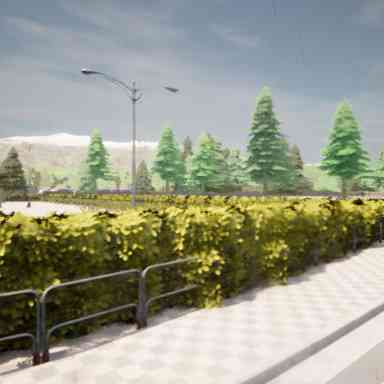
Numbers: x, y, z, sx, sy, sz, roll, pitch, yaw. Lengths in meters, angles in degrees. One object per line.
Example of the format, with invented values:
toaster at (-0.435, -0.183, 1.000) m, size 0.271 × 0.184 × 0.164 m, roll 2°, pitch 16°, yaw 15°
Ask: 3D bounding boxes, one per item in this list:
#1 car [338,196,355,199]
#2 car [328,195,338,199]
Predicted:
car at (33.842, 1.538, 71.642) m, size 1.812 × 1.442 × 4.674 m, roll 0°, pitch 0°, yaw 5°
car at (34.686, 1.471, 81.549) m, size 2.128 × 1.511 × 4.902 m, roll 0°, pitch 0°, yaw 5°
